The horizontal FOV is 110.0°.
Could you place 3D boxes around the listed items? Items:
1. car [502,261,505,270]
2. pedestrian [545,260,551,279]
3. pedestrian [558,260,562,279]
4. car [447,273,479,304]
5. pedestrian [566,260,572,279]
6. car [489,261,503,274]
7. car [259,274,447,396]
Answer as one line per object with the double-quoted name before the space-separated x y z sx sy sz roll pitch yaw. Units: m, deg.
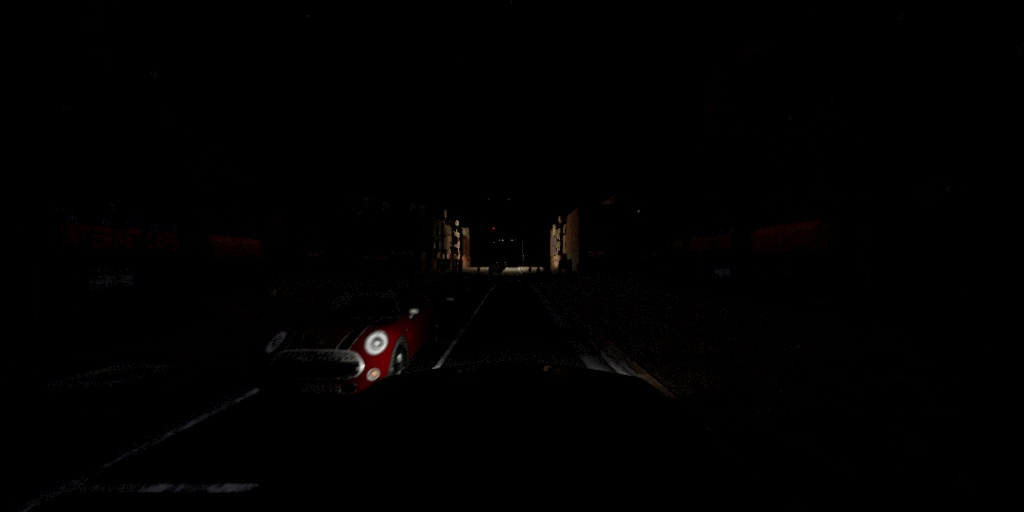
"car" -2.645 2.041 60.862 1.888 1.381 4.507 0 0 0
"pedestrian" 3.506 1.285 35.012 0.375 1.860 0.375 0 -1 0
"pedestrian" 4.506 1.264 33.812 0.375 1.860 0.375 0 -1 0
"car" -2.639 1.499 17.492 1.948 1.339 4.313 0 0 0
"pedestrian" 5.506 1.248 34.413 0.375 1.860 0.375 0 -1 0
"car" -2.644 1.943 55.088 1.751 1.417 4.829 0 0 0
"car" -2.638 1.247 6.733 1.967 1.591 4.097 0 0 0
